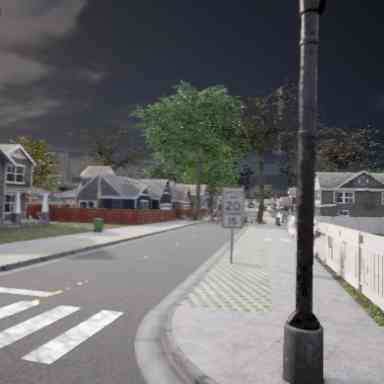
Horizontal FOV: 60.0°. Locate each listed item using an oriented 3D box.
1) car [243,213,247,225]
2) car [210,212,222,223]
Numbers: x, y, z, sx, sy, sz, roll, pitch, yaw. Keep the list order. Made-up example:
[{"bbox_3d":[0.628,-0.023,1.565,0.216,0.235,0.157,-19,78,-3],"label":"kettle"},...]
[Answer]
[{"bbox_3d":[5.646,3.640,43.080,1.895,1.301,4.718,1,-2,13],"label":"car"},{"bbox_3d":[3.855,3.665,47.922,2.128,1.511,4.902,1,-2,13],"label":"car"}]
